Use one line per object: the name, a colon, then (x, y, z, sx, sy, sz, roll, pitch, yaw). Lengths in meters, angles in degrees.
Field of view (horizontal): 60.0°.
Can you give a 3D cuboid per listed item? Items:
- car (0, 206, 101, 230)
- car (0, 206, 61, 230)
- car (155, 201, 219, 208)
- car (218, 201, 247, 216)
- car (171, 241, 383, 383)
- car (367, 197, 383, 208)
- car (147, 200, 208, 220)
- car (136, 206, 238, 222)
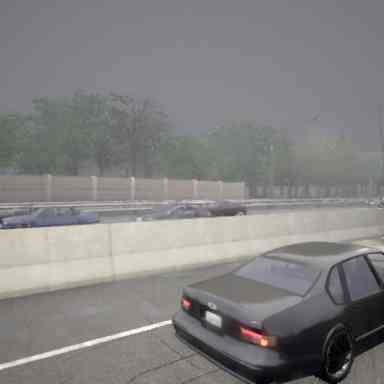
car: (-8.195, 1.545, 19.623, 5.357, 1.411, 2.033, 0, 0, -35)
car: (-11.003, 1.598, 21.041, 4.718, 1.301, 1.895, 0, 0, -39)
car: (-1.043, 1.493, 20.423, 4.902, 1.511, 2.128, 0, 0, -35)
car: (2.269, 1.485, 27.056, 5.008, 1.535, 1.882, 0, 0, -35)
car: (2.299, 1.547, 5.382, 5.357, 1.411, 2.033, 0, 0, -35)
car: (27.917, 1.556, 49.302, 4.902, 1.511, 2.128, 0, 0, -34)
car: (-1.177, 1.496, 28.709, 4.902, 1.511, 2.128, 0, 0, -37)
car: (-0.181, 1.602, 16.745, 4.718, 1.301, 1.895, 0, 0, -35)
